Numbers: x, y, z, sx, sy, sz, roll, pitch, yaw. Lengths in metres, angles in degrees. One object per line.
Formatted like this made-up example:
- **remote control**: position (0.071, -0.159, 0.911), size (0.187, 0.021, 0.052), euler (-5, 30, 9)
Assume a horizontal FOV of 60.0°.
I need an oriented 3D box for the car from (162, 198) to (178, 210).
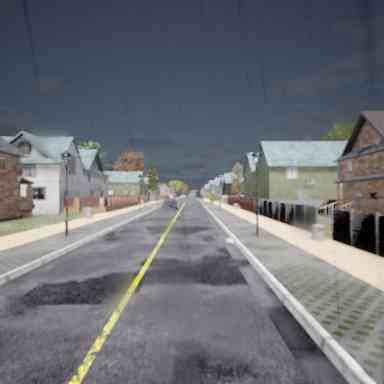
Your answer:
- **car**: position (-2.795, 1.519, 43.146), size (2.033, 1.411, 5.357), euler (0, 0, 0)
